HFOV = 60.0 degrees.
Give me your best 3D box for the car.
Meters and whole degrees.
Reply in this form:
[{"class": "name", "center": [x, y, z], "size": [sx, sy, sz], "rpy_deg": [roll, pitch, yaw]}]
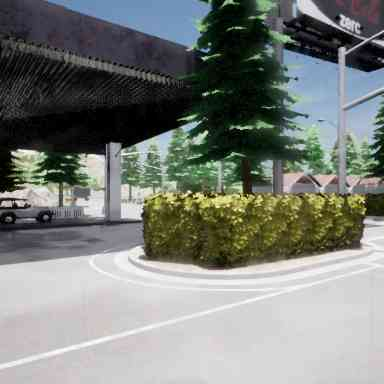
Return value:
[{"class": "car", "center": [-11.918, 1.313, 23.516], "size": [3.866, 1.878, 1.905], "rpy_deg": [0, 0, -36]}]
